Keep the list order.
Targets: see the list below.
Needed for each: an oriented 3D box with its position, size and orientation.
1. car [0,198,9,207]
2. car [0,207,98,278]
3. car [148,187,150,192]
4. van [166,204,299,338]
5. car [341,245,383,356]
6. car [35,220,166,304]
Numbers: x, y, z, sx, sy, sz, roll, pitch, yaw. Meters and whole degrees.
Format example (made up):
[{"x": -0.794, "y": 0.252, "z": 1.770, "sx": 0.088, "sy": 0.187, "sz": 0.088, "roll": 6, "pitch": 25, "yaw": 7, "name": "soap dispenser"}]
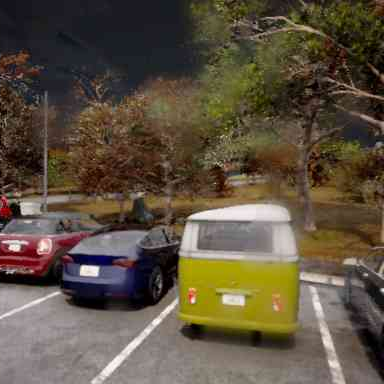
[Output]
[{"x": -10.851, "y": 1.281, "z": 15.146, "sx": 2.435, "sy": 2.045, "sz": 5.566, "roll": 0, "pitch": -1, "yaw": 16, "name": "car"}, {"x": -3.666, "y": 1.381, "z": 10.014, "sx": 2.185, "sy": 1.767, "sz": 4.553, "roll": 0, "pitch": -1, "yaw": 15, "name": "car"}, {"x": -5.900, "y": -0.685, "z": 56.828, "sx": 1.994, "sy": 1.385, "sz": 4.181, "roll": 1, "pitch": 5, "yaw": 38, "name": "car"}, {"x": 1.160, "y": 1.268, "z": 6.735, "sx": 1.878, "sy": 1.987, "sz": 4.442, "roll": 0, "pitch": -1, "yaw": 16, "name": "van"}, {"x": 3.526, "y": 1.487, "z": 4.904, "sx": 2.231, "sy": 1.521, "sz": 4.892, "roll": 0, "pitch": -1, "yaw": 16, "name": "car"}, {"x": -1.255, "y": 1.529, "z": 8.359, "sx": 2.163, "sy": 1.488, "sz": 4.792, "roll": 0, "pitch": -1, "yaw": 15, "name": "car"}]
